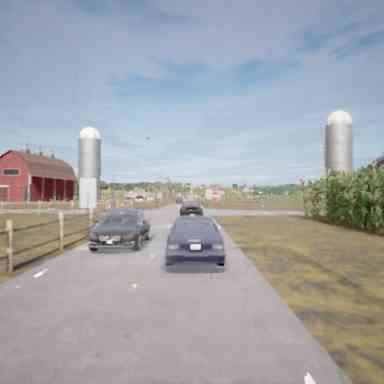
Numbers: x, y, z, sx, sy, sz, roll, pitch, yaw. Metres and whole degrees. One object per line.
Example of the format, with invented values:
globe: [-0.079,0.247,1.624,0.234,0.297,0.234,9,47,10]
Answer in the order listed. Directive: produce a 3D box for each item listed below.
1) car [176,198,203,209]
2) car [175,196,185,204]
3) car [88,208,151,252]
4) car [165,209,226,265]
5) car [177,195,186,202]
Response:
car: [-0.151,1.523,27.877,1.837,1.490,4.892,0,0,-3]
car: [-2.760,1.883,73.207,1.837,1.490,4.892,0,-1,0]
car: [-2.840,1.487,13.911,1.837,1.490,4.892,0,0,0]
car: [0.093,1.529,11.503,2.033,1.411,5.357,0,0,0]
car: [-2.762,1.665,88.803,2.097,1.767,4.553,0,-1,0]
